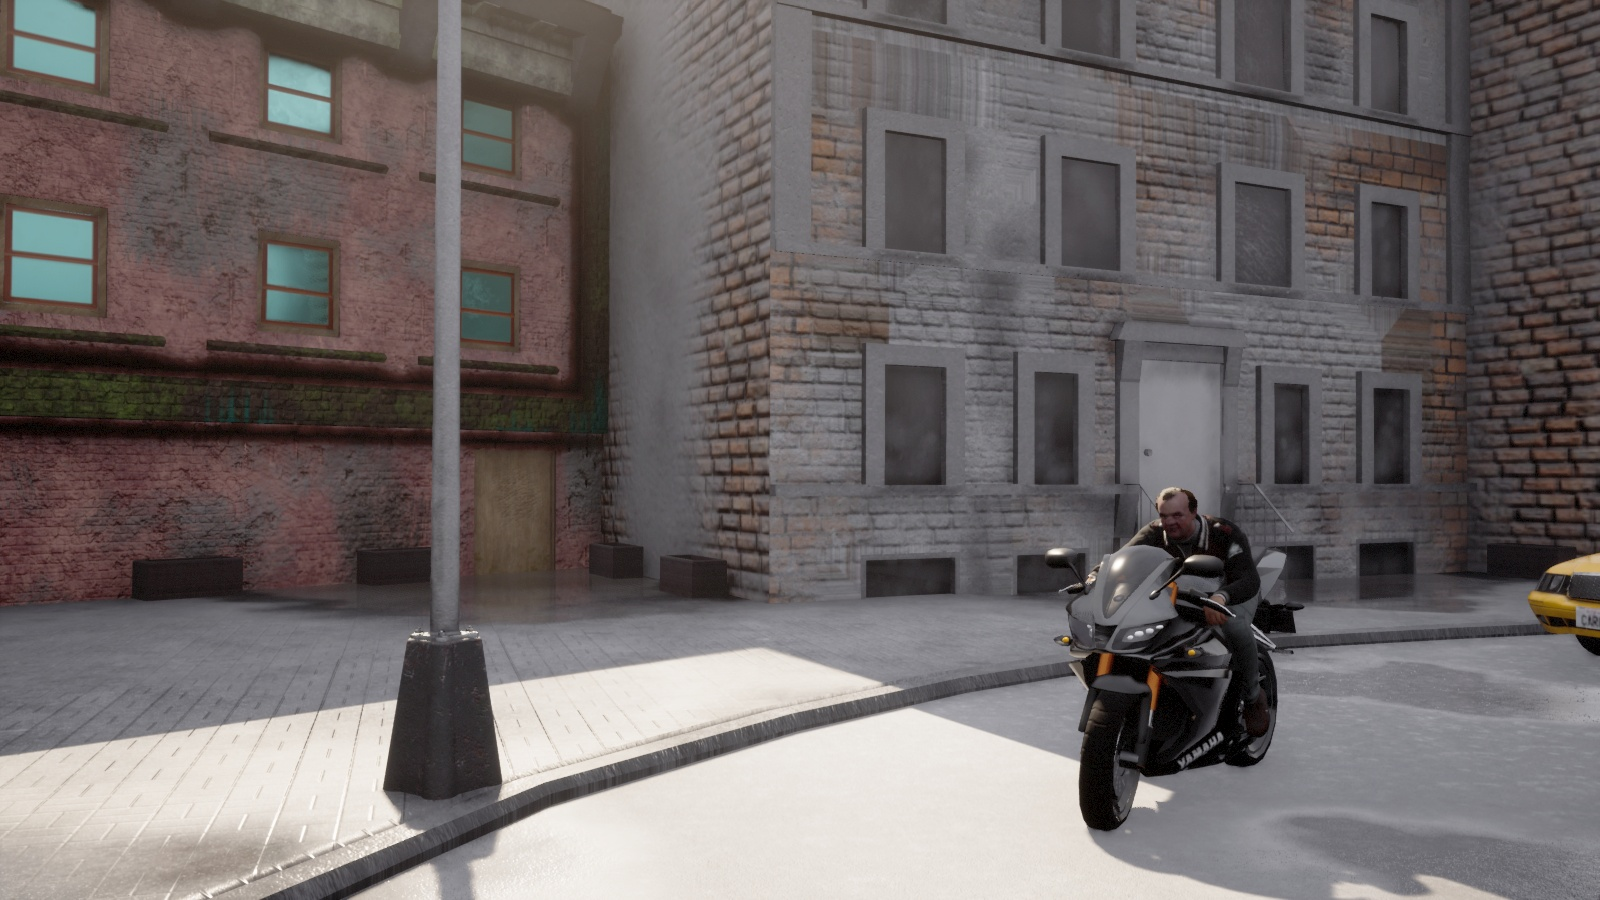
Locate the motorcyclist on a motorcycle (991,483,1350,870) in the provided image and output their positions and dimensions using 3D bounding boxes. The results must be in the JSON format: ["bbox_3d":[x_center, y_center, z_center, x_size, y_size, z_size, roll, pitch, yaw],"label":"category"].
[{"bbox_3d":[1.903,0.943,6.183,0.866,1.530,2.191,-1,-1,40],"label":"motorcyclist on a motorcycle"}]

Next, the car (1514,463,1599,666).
[{"bbox_3d":[8.800,0.884,10.424,5.366,1.575,1.801,0,-1,-17],"label":"car"}]
